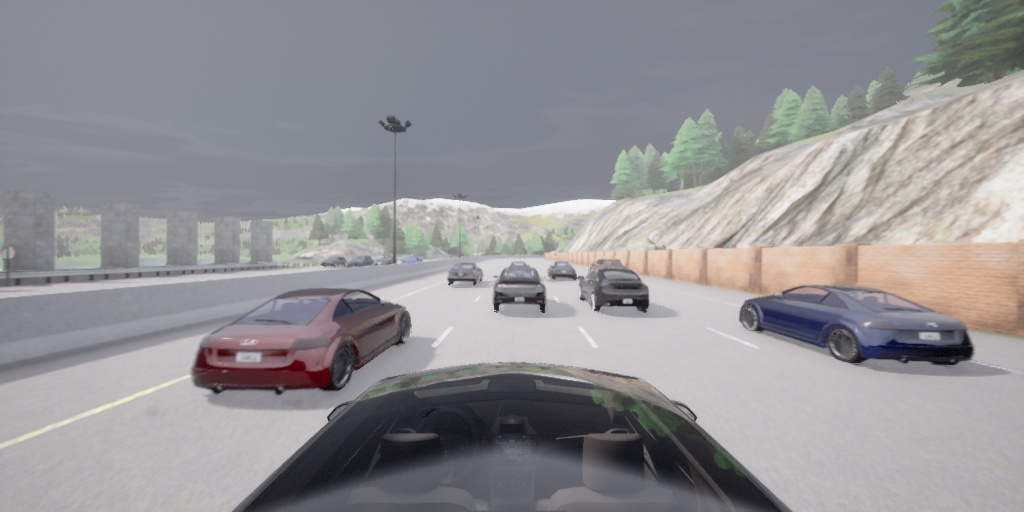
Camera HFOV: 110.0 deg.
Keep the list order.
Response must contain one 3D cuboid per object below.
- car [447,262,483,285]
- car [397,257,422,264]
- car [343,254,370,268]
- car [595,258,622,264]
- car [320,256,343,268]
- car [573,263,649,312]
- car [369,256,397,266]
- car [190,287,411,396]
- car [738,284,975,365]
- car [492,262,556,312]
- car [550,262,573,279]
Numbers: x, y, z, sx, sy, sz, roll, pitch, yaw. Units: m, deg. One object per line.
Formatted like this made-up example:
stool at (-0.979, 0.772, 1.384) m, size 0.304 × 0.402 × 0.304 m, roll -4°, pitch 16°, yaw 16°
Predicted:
car at (-3.042, 1.138, 24.048) m, size 2.033 × 1.411 × 5.357 m, roll 0°, pitch 0°, yaw 1°
car at (-13.662, 0.845, 49.060) m, size 1.882 × 1.535 × 5.008 m, roll 0°, pitch 0°, yaw 0°
car at (-20.658, 0.678, 49.130) m, size 2.097 × 1.767 × 4.553 m, roll 0°, pitch 0°, yaw 0°
car at (7.517, 0.975, 28.658) m, size 2.097 × 1.767 × 4.553 m, roll 0°, pitch 0°, yaw 1°
car at (-24.152, 0.809, 48.896) m, size 1.837 × 1.490 × 4.892 m, roll 0°, pitch 1°, yaw 0°
car at (3.789, 1.200, 14.005) m, size 1.837 × 1.490 × 4.892 m, roll 0°, pitch 1°, yaw 1°
car at (-17.159, 0.837, 49.108) m, size 2.128 × 1.511 × 4.902 m, roll 0°, pitch 0°, yaw 0°
car at (-3.359, 1.263, 6.655) m, size 1.994 × 1.385 × 4.181 m, roll 0°, pitch 0°, yaw 2°
car at (7.172, 1.317, 8.120) m, size 1.994 × 1.385 × 4.181 m, roll 0°, pitch 0°, yaw 1°
car at (0.286, 1.166, 13.871) m, size 2.128 × 1.511 × 4.902 m, roll 0°, pitch 0°, yaw 1°
car at (4.025, 1.161, 29.573) m, size 1.994 × 1.385 × 4.181 m, roll 0°, pitch 0°, yaw 0°
